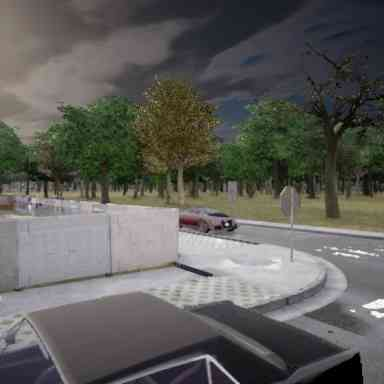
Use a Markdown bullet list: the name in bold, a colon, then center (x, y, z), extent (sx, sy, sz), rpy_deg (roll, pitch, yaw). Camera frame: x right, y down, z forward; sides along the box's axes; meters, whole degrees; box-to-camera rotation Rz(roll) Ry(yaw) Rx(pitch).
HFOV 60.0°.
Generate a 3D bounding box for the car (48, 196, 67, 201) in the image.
- **car**: center (-18.970, 1.121, 46.657), extent (1.812, 1.442, 4.674), rpy_deg (1, -1, -36)

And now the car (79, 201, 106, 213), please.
- **car**: center (-9.861, 1.572, 33.789), extent (1.895, 1.301, 4.718), rpy_deg (1, -1, -36)

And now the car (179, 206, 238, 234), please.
- **car**: center (0.690, 1.530, 19.084), extent (1.994, 1.385, 4.181), rpy_deg (1, -1, -35)

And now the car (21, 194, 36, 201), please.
- **car**: center (-37.388, 1.407, 77.028), extent (2.128, 1.511, 4.902), rpy_deg (1, -1, -36)

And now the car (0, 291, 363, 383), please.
- **car**: center (-0.887, 1.601, 2.316), extent (4.718, 1.301, 1.895), rpy_deg (0, 0, -36)
